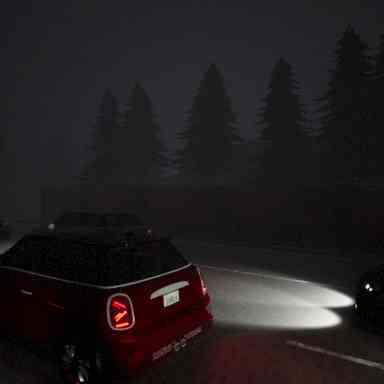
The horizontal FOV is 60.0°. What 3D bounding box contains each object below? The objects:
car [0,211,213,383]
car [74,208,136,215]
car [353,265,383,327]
[{"bbox_3d":[-1.989,1.352,5.404,4.553,1.767,2.097,0,0,35],"label":"car"},{"bbox_3d":[-3.408,1.352,10.716,4.553,1.767,2.097,0,0,35],"label":"car"},{"bbox_3d":[4.726,1.564,4.917,4.181,1.385,1.994,0,0,36],"label":"car"}]
